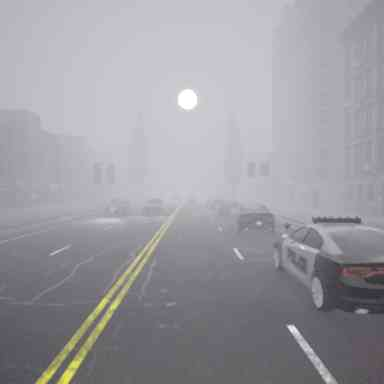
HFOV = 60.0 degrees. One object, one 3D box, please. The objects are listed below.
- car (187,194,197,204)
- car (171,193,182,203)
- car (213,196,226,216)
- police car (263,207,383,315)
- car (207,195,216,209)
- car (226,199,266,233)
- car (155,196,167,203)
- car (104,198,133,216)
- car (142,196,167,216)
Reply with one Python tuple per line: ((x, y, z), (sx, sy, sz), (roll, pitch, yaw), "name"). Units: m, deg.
((-0.026, 1.465, 62.196), (2.033, 1.411, 5.357), (0, -1, 0), "car")
((-3.278, 1.207, 70.696), (2.150, 2.045, 5.566), (0, -1, 0), "car")
((3.238, 1.366, 29.597), (1.994, 1.385, 4.181), (0, 0, 0), "car")
((3.246, 1.368, 7.704), (1.930, 1.638, 5.238), (0, 0, 0), "police car")
((3.234, 1.269, 40.601), (1.882, 1.535, 5.008), (0, 0, 0), "car")
((3.242, 1.342, 18.594), (1.882, 1.535, 5.008), (0, 0, 0), "car")
((-6.528, 1.507, 70.722), (2.128, 1.511, 4.902), (0, -1, 0), "car")
((-6.611, 1.293, 30.166), (2.128, 1.511, 4.902), (0, 0, 0), "car")
((-3.361, 1.306, 30.168), (1.837, 1.490, 4.892), (0, 0, 0), "car")
